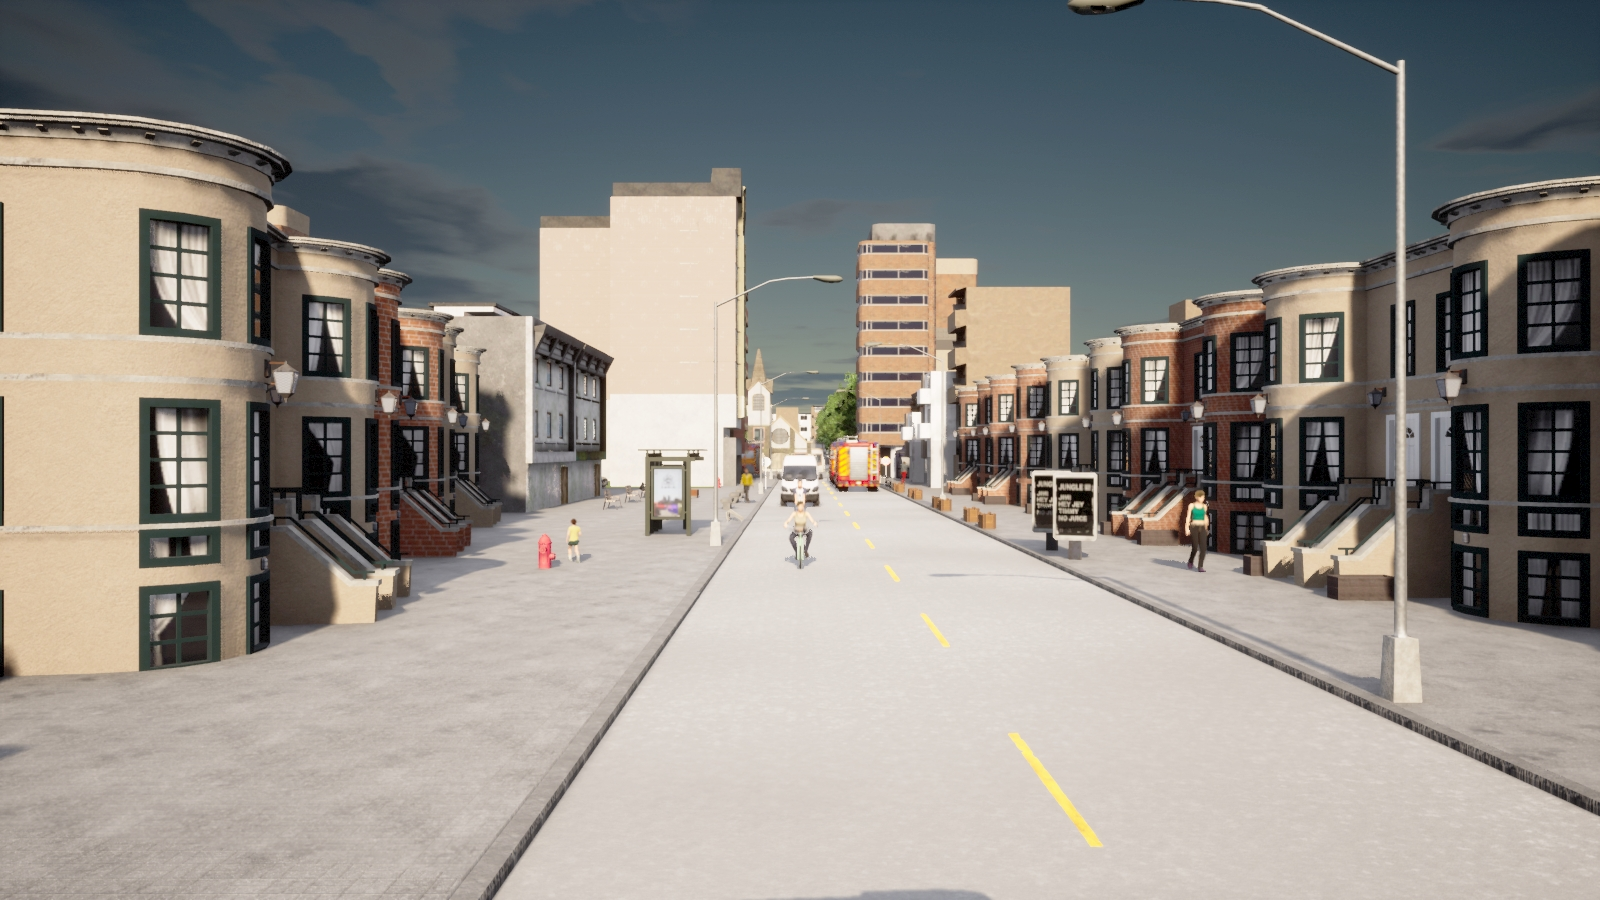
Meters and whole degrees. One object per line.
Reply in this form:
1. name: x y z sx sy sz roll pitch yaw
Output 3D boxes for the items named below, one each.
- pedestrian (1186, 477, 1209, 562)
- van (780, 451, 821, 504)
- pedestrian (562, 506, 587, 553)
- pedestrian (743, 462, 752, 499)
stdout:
1. pedestrian: 8.790 1.534 25.279 0.375 1.860 0.375 0 0 -4
2. van: 0.004 1.338 58.334 1.988 2.561 5.915 0 0 0
3. pedestrian: -5.444 1.916 27.566 0.500 1.100 0.500 0 0 -25
4. pedestrian: -2.653 1.546 57.610 0.375 1.860 0.375 0 0 18
